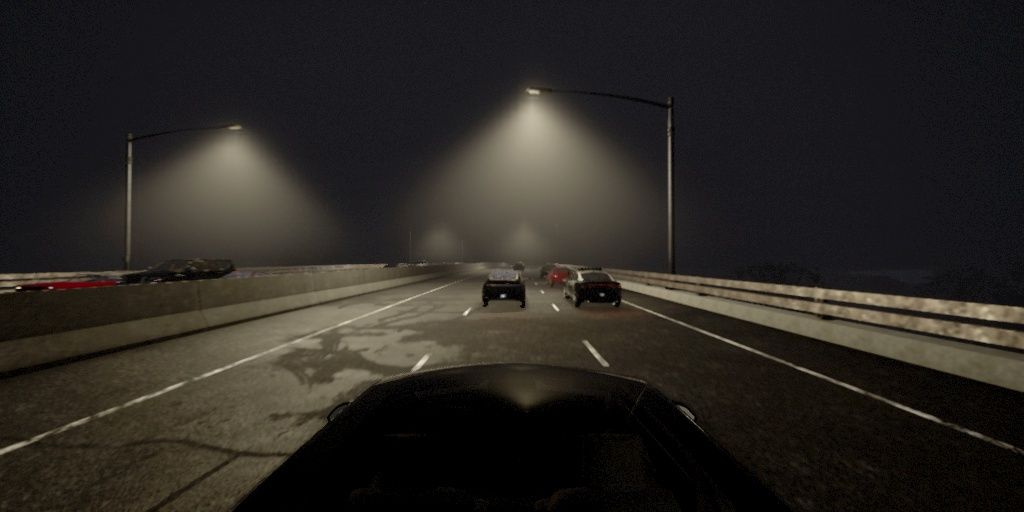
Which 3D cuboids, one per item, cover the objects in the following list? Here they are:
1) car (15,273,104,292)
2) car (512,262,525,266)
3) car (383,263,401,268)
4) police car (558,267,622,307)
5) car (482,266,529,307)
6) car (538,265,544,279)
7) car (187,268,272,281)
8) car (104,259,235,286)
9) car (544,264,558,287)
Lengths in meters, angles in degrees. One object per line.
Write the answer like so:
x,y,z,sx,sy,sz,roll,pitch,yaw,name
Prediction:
-21.007,1.515,17.930,1.895,1.301,4.718,0,-1,1,car
1.063,1.953,60.932,1.837,1.490,4.892,0,0,3,car
-20.014,1.958,59.992,1.812,1.442,4.674,0,-1,2,car
3.571,1.337,16.687,1.930,1.638,5.238,0,-1,1,police car
-0.262,1.403,16.665,2.128,1.511,4.902,0,0,2,car
3.909,1.639,38.419,1.882,1.535,5.008,0,-1,1,car
-13.994,1.491,18.792,1.994,1.385,4.181,0,-1,1,car
-17.494,1.151,19.210,2.150,2.045,5.566,0,-1,1,car
3.705,1.558,27.497,1.812,1.442,4.674,0,-1,1,car
